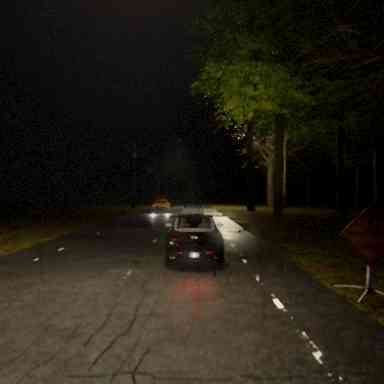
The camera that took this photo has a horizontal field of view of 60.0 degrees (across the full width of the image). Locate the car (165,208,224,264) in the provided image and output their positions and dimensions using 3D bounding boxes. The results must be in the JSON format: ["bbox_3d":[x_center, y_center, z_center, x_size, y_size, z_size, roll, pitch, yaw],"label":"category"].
[{"bbox_3d":[0.080,1.548,11.967,1.837,1.490,4.892,0,0,0],"label":"car"}]

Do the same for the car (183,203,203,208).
[{"bbox_3d":[0.099,1.723,31.738,1.895,1.301,4.718,0,0,0],"label":"car"}]

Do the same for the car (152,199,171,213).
[{"bbox_3d":[-3.588,1.633,39.433,1.882,1.535,5.008,0,0,0],"label":"car"}]

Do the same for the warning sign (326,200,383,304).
[{"bbox_3d":[3.578,1.138,6.668,1.300,1.860,1.060,2,1,0],"label":"warning sign"}]
